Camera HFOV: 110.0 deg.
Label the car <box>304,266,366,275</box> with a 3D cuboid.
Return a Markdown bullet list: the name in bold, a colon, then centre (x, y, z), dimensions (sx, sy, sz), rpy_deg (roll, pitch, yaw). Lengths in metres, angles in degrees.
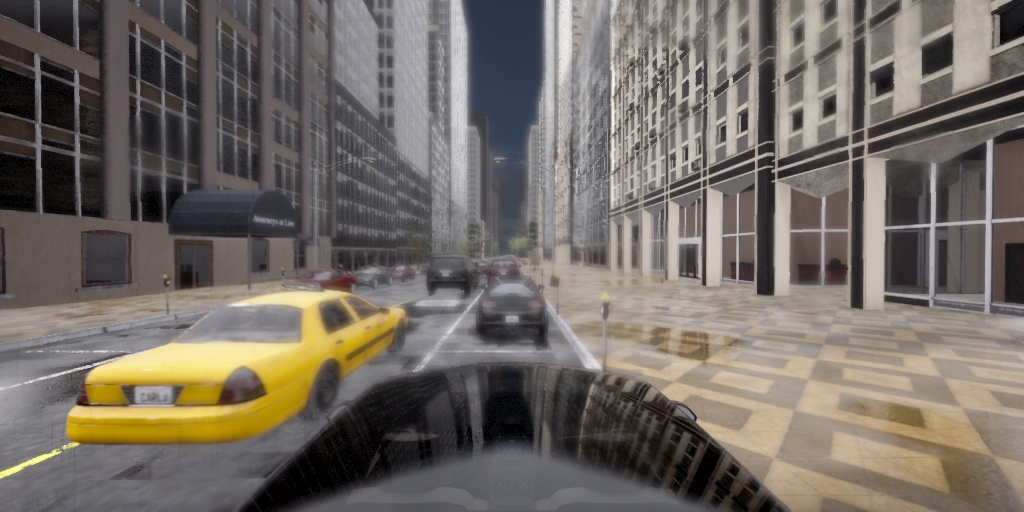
- **car**: centre (-8.837, 1.292, 16.839), dimensions (1.888, 1.381, 4.507), rpy_deg (0, 0, 0)

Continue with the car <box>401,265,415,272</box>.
- **car**: centre (-8.837, 1.327, 28.206), dimensions (1.802, 1.307, 4.207), rpy_deg (0, 0, 0)

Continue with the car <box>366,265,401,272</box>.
- **car**: centre (-8.838, 1.297, 22.523), dimensions (2.007, 1.370, 4.403), rpy_deg (0, 0, 0)

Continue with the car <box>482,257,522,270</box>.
- **car**: centre (-0.457, 1.061, 22.523), dimensions (2.192, 1.841, 5.009), rpy_deg (0, 0, 0)

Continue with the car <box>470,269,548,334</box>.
- **car**: centre (0.003, 1.274, 10.501), dimensions (1.812, 1.442, 4.674), rpy_deg (0, 0, 0)

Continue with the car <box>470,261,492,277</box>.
- **car**: centre (-3.095, 1.269, 36.483), dimensions (1.812, 1.442, 4.674), rpy_deg (0, 0, 0)

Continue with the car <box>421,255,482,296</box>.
- **car**: centre (-3.108, 0.970, 19.627), dimensions (2.150, 2.045, 5.566), rpy_deg (0, 0, 1)

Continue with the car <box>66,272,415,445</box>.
- **car**: centre (-3.147, 1.204, 5.713), dimensions (1.801, 1.575, 5.366), rpy_deg (0, 0, 0)
